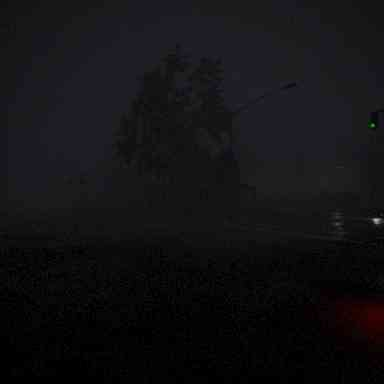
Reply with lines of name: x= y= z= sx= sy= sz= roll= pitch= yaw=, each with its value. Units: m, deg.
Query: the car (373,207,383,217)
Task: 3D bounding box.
car: x=20.356 y=1.812 z=33.155 sx=5.357 sy=1.411 sz=2.033 roll=0 pitch=-1 yaw=-32
